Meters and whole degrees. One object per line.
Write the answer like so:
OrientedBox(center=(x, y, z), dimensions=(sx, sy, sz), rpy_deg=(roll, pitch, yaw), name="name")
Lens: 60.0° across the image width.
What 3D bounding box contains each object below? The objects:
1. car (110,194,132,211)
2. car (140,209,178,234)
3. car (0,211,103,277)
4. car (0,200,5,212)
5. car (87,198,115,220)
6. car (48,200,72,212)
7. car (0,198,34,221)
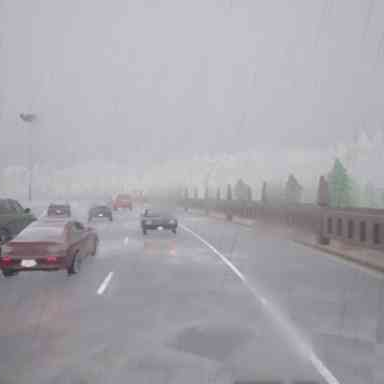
OrientedBox(center=(-9.105, 1.261, 42.146), dimensions=(2.150, 2.045, 5.566), rpy_deg=(0, 0, -23), name="car")
OrientedBox(center=(-2.061, 1.611, 19.540), dimensions=(1.895, 1.301, 4.718), rpy_deg=(0, 0, -11), name="car")
OrientedBox(center=(-4.162, 1.543, 10.290), dimensions=(1.812, 1.442, 4.674), rpy_deg=(0, 0, -6), name="car")
OrientedBox(center=(-23.531, 1.657, 39.585), dimensions=(1.994, 1.385, 4.181), rpy_deg=(0, 0, -26), name="car")
OrientedBox(center=(-7.778, 1.538, 28.183), dimensions=(1.837, 1.490, 4.892), rpy_deg=(0, 0, -16), name="car")
OrientedBox(center=(-12.414, 1.528, 31.328), dimensions=(1.882, 1.535, 5.008), rpy_deg=(0, 0, -19), name="car")
OrientedBox(center=(-8.065, 1.253, 13.417), dimensions=(2.150, 2.045, 5.566), rpy_deg=(0, 0, -8), name="car")
